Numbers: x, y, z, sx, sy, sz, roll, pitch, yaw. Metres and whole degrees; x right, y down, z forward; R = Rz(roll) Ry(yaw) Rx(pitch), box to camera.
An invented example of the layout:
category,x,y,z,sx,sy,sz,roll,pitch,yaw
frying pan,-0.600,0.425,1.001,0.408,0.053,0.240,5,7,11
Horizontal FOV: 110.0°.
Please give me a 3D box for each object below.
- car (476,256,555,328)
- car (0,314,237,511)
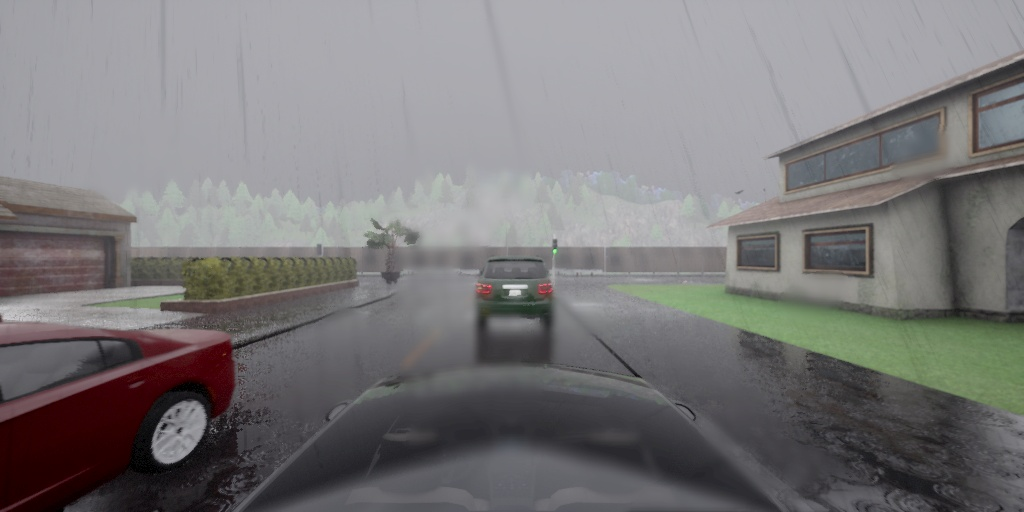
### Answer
category,x,y,z,sx,sy,sz,roll,pitch,yaw
car,0.097,1.014,11.660,2.150,2.045,5.566,0,0,0
car,-4.086,1.229,1.981,1.882,1.535,5.008,0,0,0
